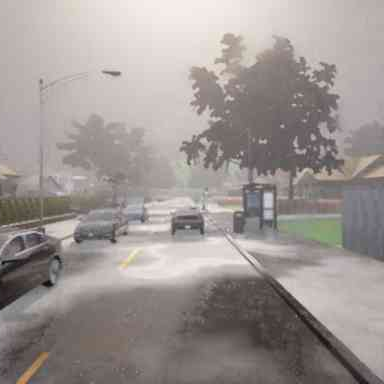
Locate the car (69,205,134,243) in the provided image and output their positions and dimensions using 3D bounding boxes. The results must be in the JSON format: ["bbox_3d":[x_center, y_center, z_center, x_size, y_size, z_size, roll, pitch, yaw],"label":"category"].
[{"bbox_3d":[-4.405,1.612,16.783,1.837,1.490,4.892,0,0,-1],"label":"car"}]

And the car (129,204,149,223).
[{"bbox_3d":[-4.588,1.686,27.097,1.812,1.442,4.674,0,0,-1],"label":"car"}]

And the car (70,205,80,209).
[{"bbox_3d":[-13.514,1.587,32.850,5.357,1.415,2.033,0,0,2],"label":"car"}]

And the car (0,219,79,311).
[{"bbox_3d":[-4.208,1.547,6.715,2.128,1.511,4.902,0,0,-1],"label":"car"}]

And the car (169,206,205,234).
[{"bbox_3d":[-0.268,1.607,19.862,1.837,1.490,4.892,0,0,-1],"label":"car"}]
